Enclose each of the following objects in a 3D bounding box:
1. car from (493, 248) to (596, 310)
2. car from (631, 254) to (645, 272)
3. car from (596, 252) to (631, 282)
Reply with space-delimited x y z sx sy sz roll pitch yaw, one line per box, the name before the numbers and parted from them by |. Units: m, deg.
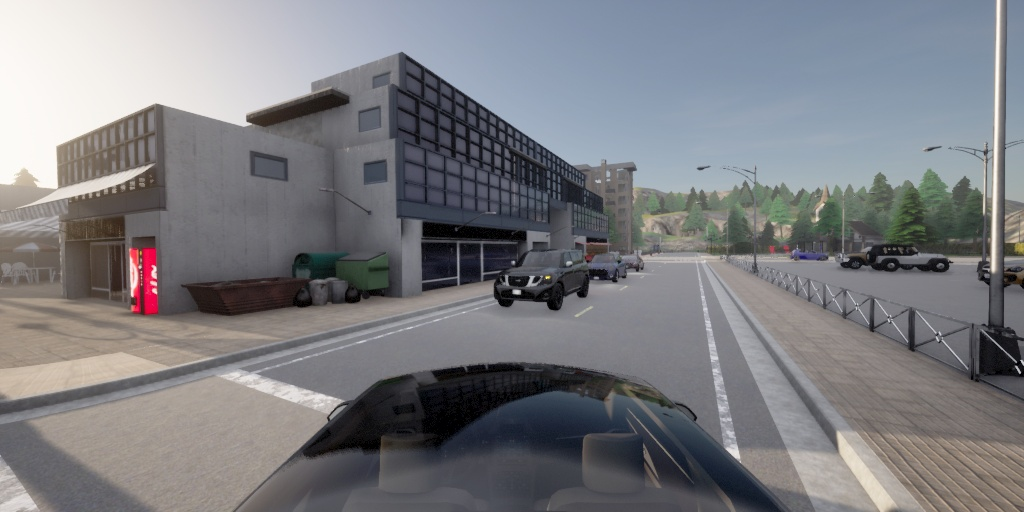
car | 1.398 0.733 13.841 2.150 2.045 5.566 0 1 27
car | 10.494 0.567 31.730 1.812 1.442 4.674 0 1 27
car | 5.854 0.633 22.611 2.097 1.767 4.553 0 1 27
